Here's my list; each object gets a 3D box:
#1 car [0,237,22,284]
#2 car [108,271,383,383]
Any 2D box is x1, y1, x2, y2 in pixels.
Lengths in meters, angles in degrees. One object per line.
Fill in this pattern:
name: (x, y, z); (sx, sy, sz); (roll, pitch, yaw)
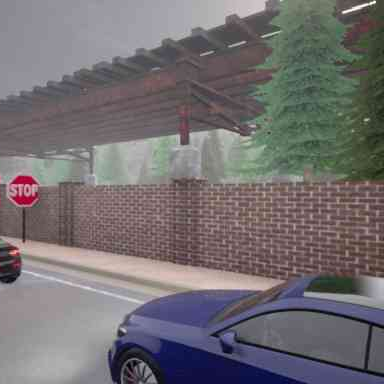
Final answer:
car: (-6.055, 1.525, 8.311); (4.674, 1.442, 1.812); (0, 0, 36)
car: (1.257, 1.526, 3.095); (4.674, 1.442, 1.812); (0, 0, 36)
